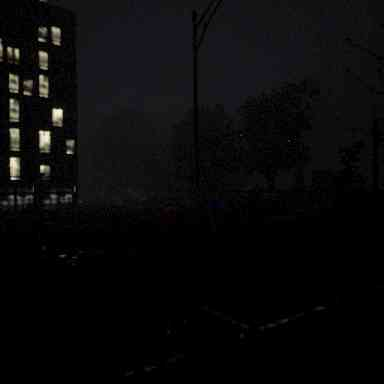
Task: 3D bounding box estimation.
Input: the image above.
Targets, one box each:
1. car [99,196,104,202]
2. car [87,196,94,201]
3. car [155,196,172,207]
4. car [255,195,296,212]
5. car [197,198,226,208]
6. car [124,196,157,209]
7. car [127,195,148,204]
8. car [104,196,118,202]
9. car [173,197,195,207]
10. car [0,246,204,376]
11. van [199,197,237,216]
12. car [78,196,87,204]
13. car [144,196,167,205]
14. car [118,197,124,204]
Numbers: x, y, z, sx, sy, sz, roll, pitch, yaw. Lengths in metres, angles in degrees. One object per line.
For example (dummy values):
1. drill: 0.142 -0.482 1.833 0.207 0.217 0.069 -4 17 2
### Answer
1. car: -20.658 1.603 78.565 2.008 1.369 4.403 -1 1 -36
2. car: -27.318 1.622 87.669 1.887 1.381 4.507 -1 1 -36
3. car: -4.786 1.626 52.598 1.895 1.301 4.718 -1 0 -36
4. car: 9.443 1.262 37.846 2.192 1.841 5.009 -1 1 -36
5. car: 2.757 1.551 46.894 1.802 1.307 4.206 -1 1 -36
6. car: -7.332 1.649 46.797 2.008 1.369 4.403 -1 1 -36
7. car: -10.839 1.490 65.791 1.882 1.535 5.008 -1 0 -36
8. car: -17.314 1.585 74.032 1.887 1.381 4.507 -1 1 -36
9. car: -0.689 1.506 51.553 1.752 1.417 4.829 -1 1 -36
10. car: -1.786 1.564 4.926 4.313 1.339 1.947 0 -1 -35
11. van: 2.703 1.406 33.221 1.690 1.788 3.998 -1 1 -36
12. car: -24.063 1.724 69.420 1.947 1.339 4.313 -1 1 -36
13. car: -6.672 1.501 60.166 1.837 1.490 4.892 -1 0 -36
14. car: -11.400 1.554 61.480 1.837 1.490 4.892 -1 0 -36
